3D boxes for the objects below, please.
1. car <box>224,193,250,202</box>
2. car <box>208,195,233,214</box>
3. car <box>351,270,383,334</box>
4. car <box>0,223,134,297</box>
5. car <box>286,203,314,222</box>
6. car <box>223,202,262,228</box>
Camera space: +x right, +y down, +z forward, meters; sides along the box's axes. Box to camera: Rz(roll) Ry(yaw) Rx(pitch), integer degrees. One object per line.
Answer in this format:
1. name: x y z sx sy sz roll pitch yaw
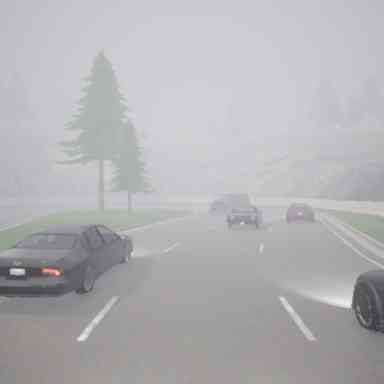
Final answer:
1. car: 4.850 1.135 40.449 2.150 2.045 5.566 1 0 -24
2. car: 2.743 1.415 34.944 2.128 1.511 4.902 0 0 0
3. car: 3.736 1.556 4.140 1.994 1.385 4.181 0 0 2
4. car: -3.030 1.527 8.696 2.033 1.411 5.357 0 0 5
5. car: 8.221 1.511 25.521 1.994 1.385 4.181 0 0 16
6. car: 3.557 1.554 21.767 1.895 1.301 4.718 0 0 15
